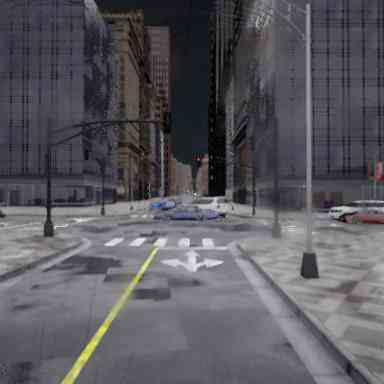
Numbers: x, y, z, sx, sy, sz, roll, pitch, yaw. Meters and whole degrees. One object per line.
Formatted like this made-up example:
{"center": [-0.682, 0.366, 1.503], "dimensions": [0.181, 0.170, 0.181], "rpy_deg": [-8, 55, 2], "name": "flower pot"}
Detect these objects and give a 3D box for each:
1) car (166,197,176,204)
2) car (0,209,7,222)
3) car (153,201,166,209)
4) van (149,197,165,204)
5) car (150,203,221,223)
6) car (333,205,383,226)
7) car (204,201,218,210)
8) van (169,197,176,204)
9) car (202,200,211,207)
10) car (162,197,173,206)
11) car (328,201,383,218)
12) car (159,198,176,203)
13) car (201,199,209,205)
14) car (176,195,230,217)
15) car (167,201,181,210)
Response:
{"center": [-5.399, 2.164, 85.875], "dimensions": [2.192, 1.841, 5.009], "rpy_deg": [0, 0, 0], "name": "car"}
{"center": [-16.319, 1.422, 24.656], "dimensions": [4.553, 1.767, 2.097], "rpy_deg": [1, -1, 0], "name": "car"}
{"center": [-5.591, 2.181, 57.630], "dimensions": [1.802, 1.307, 4.206], "rpy_deg": [0, -1, 0], "name": "car"}
{"center": [-5.628, 1.886, 51.984], "dimensions": [1.690, 1.788, 3.998], "rpy_deg": [0, -1, 0], "name": "van"}
{"center": [-0.546, 1.850, 27.993], "dimensions": [5.357, 1.411, 2.033], "rpy_deg": [0, -1, 0], "name": "car"}
{"center": [14.588, 2.094, 27.908], "dimensions": [4.181, 1.385, 1.994], "rpy_deg": [1, -1, 0], "name": "car"}
{"center": [2.896, 2.110, 51.926], "dimensions": [1.947, 1.339, 4.313], "rpy_deg": [0, -1, 0], "name": "car"}
{"center": [-5.361, 2.236, 91.524], "dimensions": [1.690, 1.788, 3.998], "rpy_deg": [0, 0, 0], "name": "van"}
{"center": [3.010, 2.284, 68.872], "dimensions": [1.802, 1.307, 4.206], "rpy_deg": [0, -1, 0], "name": "car"}
{"center": [-5.475, 2.068, 74.579], "dimensions": [2.192, 1.841, 5.009], "rpy_deg": [0, -1, 0], "name": "car"}
{"center": [15.794, 1.818, 31.163], "dimensions": [5.566, 2.045, 2.150], "rpy_deg": [1, -1, 0], "name": "car"}
{"center": [-2.915, 1.949, 44.483], "dimensions": [1.882, 1.535, 5.008], "rpy_deg": [0, -1, 0], "name": "car"}
{"center": [3.087, 2.346, 80.170], "dimensions": [1.887, 1.381, 4.507], "rpy_deg": [0, 0, 0], "name": "car"}
{"center": [1.348, 1.586, 34.522], "dimensions": [5.566, 2.045, 2.150], "rpy_deg": [-1, 1, 44], "name": "car"}
{"center": [-2.834, 2.132, 54.440], "dimensions": [1.994, 1.385, 4.181], "rpy_deg": [0, -1, 1], "name": "car"}
